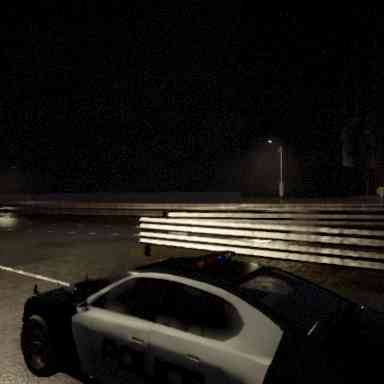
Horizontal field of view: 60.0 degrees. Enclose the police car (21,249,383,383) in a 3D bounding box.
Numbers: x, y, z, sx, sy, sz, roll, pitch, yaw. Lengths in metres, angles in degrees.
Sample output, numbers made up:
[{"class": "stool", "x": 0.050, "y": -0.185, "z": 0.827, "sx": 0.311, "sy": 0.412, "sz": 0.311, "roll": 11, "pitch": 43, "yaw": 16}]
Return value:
[{"class": "police car", "x": -0.141, "y": 1.518, "z": 3.974, "sx": 4.974, "sy": 1.542, "sz": 2.038, "roll": 0, "pitch": 0, "yaw": 36}]
